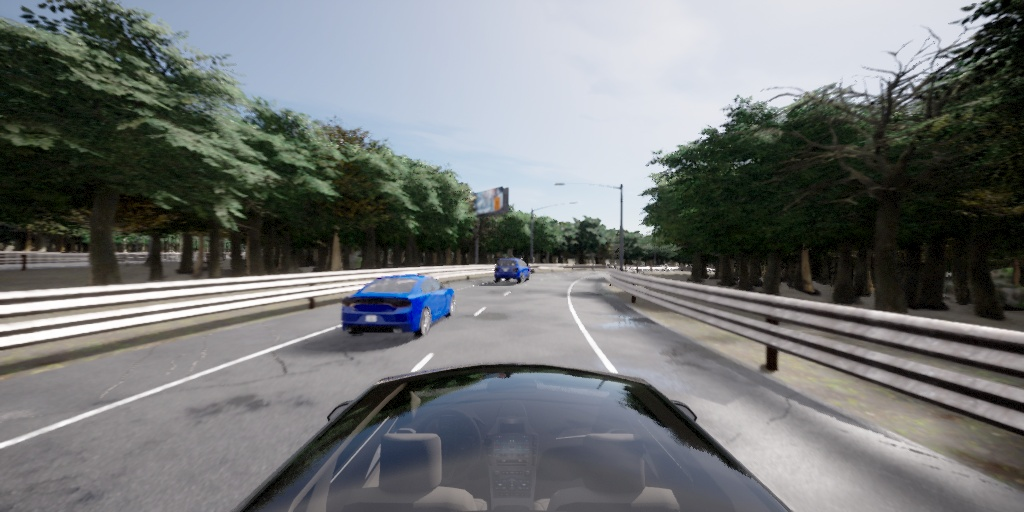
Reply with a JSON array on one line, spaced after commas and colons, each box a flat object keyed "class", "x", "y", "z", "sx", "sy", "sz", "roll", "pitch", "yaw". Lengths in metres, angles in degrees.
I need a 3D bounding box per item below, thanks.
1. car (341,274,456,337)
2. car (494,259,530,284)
[{"class": "car", "x": -3.000, "y": 1.276, "z": 10.521, "sx": 1.882, "sy": 1.535, "sz": 5.008, "roll": 0, "pitch": -1, "yaw": 4}, {"class": "car", "x": 0.111, "y": 1.244, "z": 30.660, "sx": 2.150, "sy": 2.045, "sz": 5.566, "roll": 0, "pitch": -1, "yaw": 13}]
